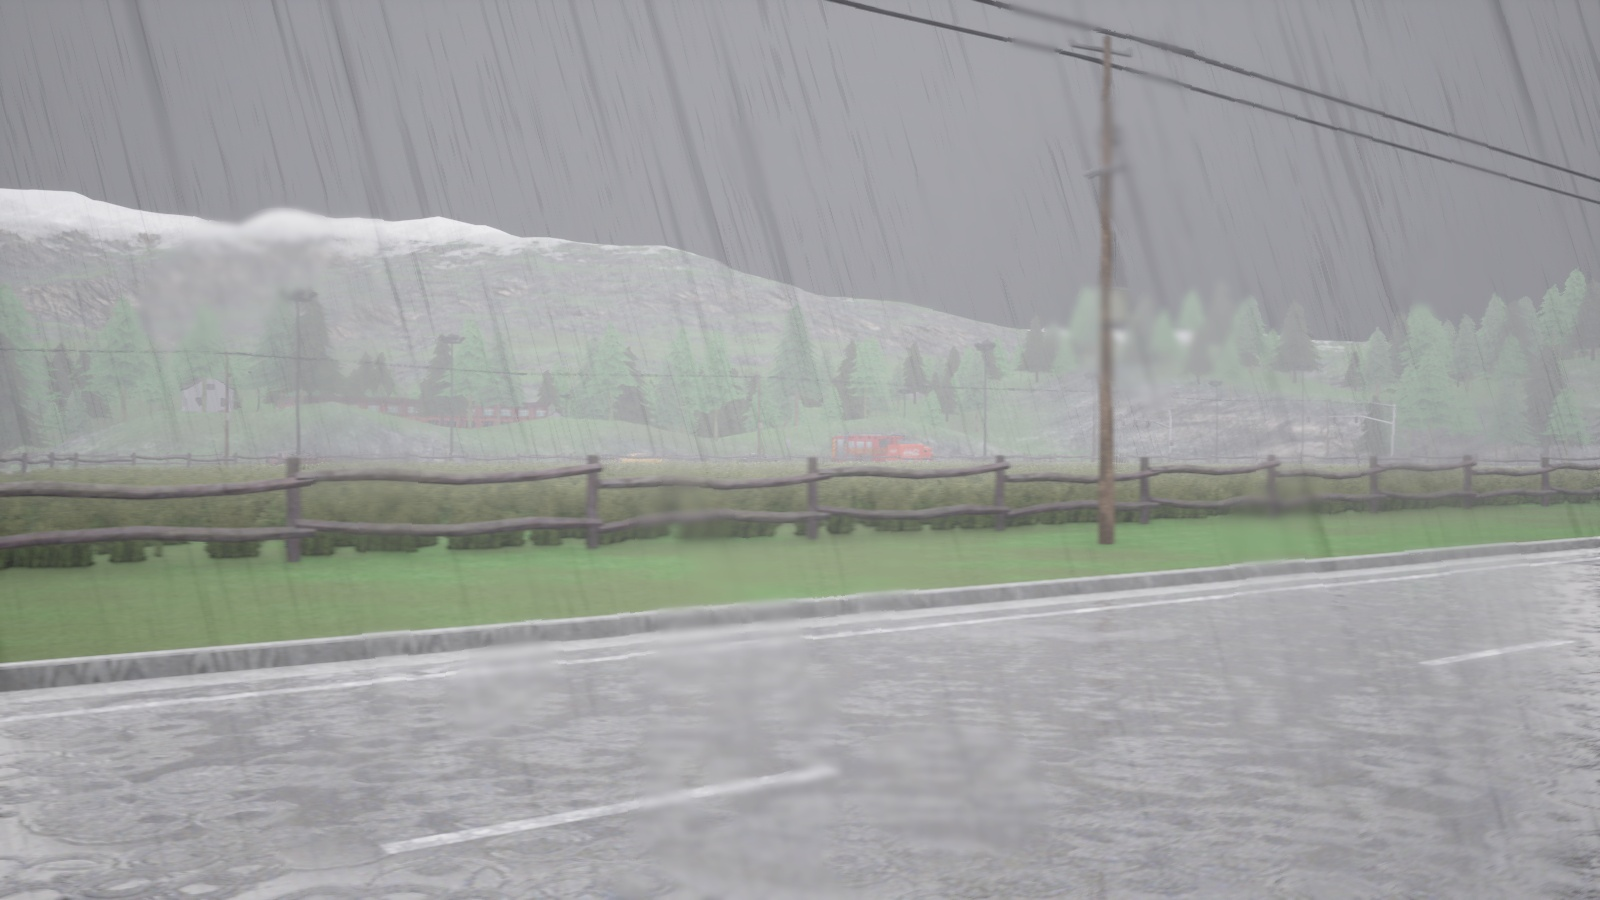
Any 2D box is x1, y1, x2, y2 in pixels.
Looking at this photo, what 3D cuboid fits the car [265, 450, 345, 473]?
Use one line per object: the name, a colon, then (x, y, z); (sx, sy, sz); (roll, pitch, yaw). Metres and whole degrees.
car: (-36.149, 0.825, 91.738); (5.027, 1.651, 2.152); (0, 0, -35)
